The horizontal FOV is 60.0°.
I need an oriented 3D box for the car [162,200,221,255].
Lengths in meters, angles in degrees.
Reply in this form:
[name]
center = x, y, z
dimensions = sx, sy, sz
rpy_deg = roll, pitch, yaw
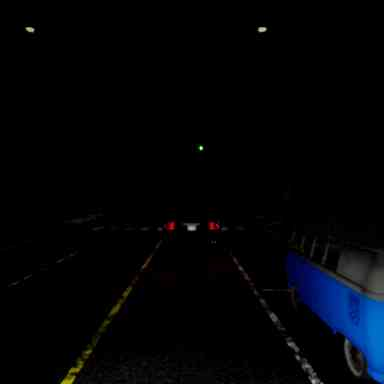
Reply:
[car]
center = -0.004, 1.346, 14.017
dimensions = 2.150, 2.045, 5.566
rpy_deg = 0, 0, 0

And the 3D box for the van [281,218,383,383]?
[van]
center = 2.675, 1.390, 5.227
dimensions = 1.690, 1.788, 3.998
rpy_deg = -1, -1, 0
